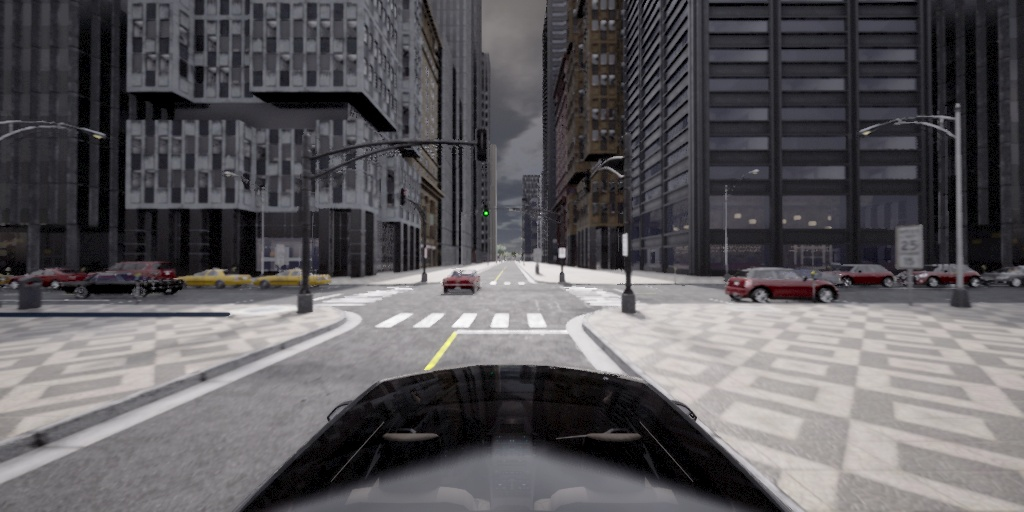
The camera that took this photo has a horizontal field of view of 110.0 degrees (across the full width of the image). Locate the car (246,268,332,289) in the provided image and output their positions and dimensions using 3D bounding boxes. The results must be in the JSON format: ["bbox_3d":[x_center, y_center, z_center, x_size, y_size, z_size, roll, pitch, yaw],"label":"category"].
[{"bbox_3d":[-15.013,1.481,24.579,4.829,1.417,1.751,0,0,0],"label":"car"}]

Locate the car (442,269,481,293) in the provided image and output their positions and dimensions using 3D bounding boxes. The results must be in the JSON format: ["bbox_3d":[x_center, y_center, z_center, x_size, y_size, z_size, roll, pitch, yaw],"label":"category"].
[{"bbox_3d":[-2.998,1.493,22.050,1.895,1.301,4.718,0,0,0],"label":"car"}]

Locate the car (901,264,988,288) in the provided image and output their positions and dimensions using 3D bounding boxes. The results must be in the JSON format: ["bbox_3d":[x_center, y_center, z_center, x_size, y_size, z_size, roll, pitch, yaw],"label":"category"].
[{"bbox_3d":[28.759,1.283,24.310,4.097,1.591,1.967,0,0,0],"label":"car"}]

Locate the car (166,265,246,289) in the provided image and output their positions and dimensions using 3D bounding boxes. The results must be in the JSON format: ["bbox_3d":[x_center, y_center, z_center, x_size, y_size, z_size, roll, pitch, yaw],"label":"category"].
[{"bbox_3d":[-20.614,1.496,24.613,4.829,1.417,1.751,0,0,0],"label":"car"}]

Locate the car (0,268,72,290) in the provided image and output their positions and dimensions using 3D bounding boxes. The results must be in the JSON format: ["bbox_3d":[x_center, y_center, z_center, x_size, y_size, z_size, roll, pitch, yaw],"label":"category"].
[{"bbox_3d":[-31.648,1.547,24.681,4.507,1.381,1.888,0,0,0],"label":"car"}]

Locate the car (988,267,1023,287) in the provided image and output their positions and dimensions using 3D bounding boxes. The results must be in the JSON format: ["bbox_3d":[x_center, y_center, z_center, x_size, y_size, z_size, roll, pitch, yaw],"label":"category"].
[{"bbox_3d":[34.368,1.380,24.275,4.403,1.370,2.007,0,0,0],"label":"car"}]

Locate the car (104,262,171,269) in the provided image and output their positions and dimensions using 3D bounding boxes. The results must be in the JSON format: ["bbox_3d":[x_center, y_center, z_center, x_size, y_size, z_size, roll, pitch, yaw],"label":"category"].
[{"bbox_3d":[-26.046,1.301,24.647,5.009,1.841,2.192,0,0,0],"label":"car"}]

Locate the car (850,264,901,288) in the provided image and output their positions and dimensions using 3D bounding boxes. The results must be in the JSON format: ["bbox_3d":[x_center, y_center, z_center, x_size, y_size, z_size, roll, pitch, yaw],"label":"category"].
[{"bbox_3d":[23.150,1.297,24.344,4.097,1.591,1.967,0,0,0],"label":"car"}]

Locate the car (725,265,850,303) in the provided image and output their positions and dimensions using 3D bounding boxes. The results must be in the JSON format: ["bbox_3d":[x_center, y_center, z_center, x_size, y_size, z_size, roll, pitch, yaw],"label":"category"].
[{"bbox_3d":[11.898,1.237,15.889,4.097,1.591,1.967,0,0,0],"label":"car"}]

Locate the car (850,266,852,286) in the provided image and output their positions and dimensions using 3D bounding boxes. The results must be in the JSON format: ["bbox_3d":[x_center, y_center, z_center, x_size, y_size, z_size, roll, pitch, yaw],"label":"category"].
[{"bbox_3d":[16.788,1.393,21.729,5.357,1.411,2.033,0,-1,0],"label":"car"}]

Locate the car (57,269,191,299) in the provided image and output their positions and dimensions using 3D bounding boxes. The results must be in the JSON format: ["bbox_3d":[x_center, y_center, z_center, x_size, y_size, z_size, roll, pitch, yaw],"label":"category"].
[{"bbox_3d":[-20.138,1.510,18.755,4.718,1.301,1.895,0,-1,0],"label":"car"}]
